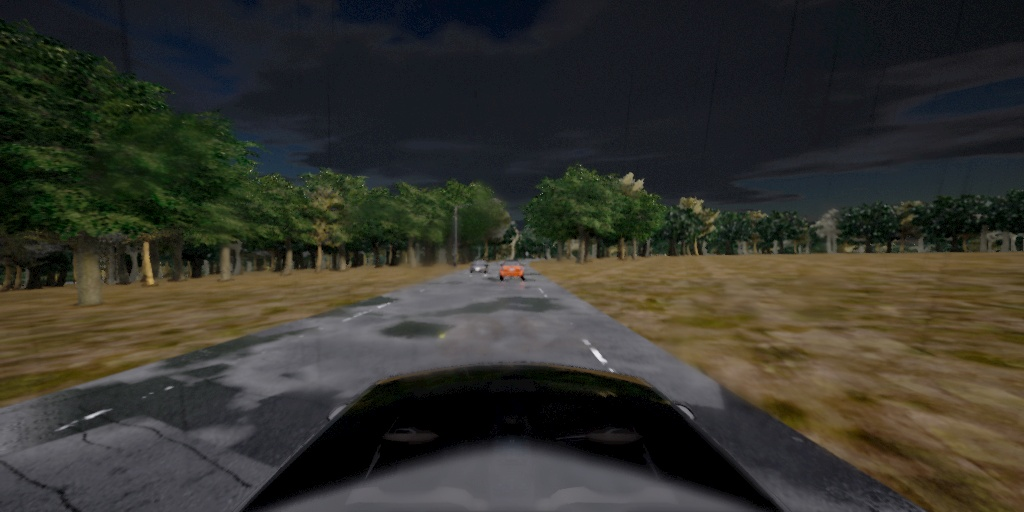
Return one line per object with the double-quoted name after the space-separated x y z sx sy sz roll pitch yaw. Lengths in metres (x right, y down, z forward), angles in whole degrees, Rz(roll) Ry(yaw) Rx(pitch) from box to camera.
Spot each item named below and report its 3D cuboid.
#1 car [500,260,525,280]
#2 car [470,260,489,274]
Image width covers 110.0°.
0.049 1.113 32.071 2.097 1.767 4.553 0 0 2 "car"
-3.633 1.219 40.372 2.128 1.511 4.902 0 0 0 "car"
